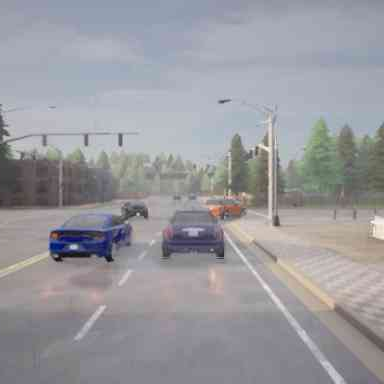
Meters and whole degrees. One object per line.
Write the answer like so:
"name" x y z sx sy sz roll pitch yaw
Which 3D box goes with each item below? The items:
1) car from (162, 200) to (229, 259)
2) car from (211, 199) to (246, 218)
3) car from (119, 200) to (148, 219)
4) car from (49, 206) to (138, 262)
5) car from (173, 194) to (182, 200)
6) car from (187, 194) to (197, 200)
"car" 0.062 1.351 12.809 2.097 1.767 4.553 0 0 0
"car" 2.725 1.348 27.816 2.097 1.767 4.553 0 0 35
"car" -5.105 1.503 28.786 1.837 1.490 4.892 1 0 -20
"car" -3.442 1.477 12.213 1.882 1.535 5.008 0 0 0
"car" -3.498 1.340 77.954 1.837 1.490 4.892 0 0 0
"car" 0.002 1.340 77.954 1.837 1.490 4.892 0 0 0
